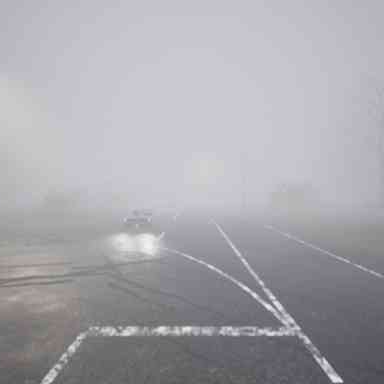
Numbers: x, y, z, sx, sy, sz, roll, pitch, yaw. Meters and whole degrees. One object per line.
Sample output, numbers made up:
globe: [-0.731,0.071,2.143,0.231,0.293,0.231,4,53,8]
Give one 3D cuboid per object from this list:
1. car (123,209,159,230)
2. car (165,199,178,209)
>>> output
car: [-3.397,1.819,22.840,1.895,1.301,4.718,0,0,0]
car: [-3.354,1.990,55.260,2.128,1.511,4.902,0,0,0]
